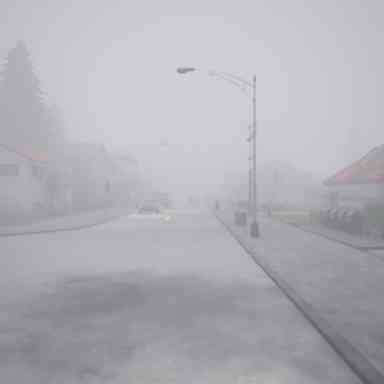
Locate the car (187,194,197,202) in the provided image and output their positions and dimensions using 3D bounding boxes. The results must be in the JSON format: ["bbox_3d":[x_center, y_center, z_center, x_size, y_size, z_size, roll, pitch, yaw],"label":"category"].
[{"bbox_3d":[-0.001,1.148,67.992,2.128,1.511,4.902,-1,1,0],"label":"car"}]

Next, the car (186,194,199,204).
[{"bbox_3d":[0.109,1.208,55.052,1.882,1.535,5.008,0,0,0],"label":"car"}]

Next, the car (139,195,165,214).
[{"bbox_3d":[-4.094,1.341,33.299,1.837,1.490,4.892,0,0,0],"label":"car"}]

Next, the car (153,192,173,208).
[{"bbox_3d":[-4.091,1.009,43.346,2.150,2.045,5.566,0,0,0],"label":"car"}]

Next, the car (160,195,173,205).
[{"bbox_3d":[-4.055,1.263,53.693,1.812,1.442,4.674,0,0,0],"label":"car"}]
